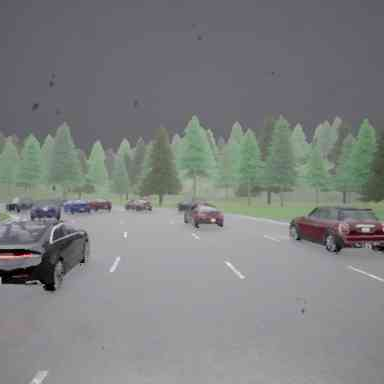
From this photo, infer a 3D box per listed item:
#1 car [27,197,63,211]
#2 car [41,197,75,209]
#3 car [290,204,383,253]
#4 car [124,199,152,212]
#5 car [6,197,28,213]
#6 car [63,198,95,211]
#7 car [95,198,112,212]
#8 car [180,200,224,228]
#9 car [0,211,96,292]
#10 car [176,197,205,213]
[{"bbox_3d":[-11.823,1.352,26.960,2.097,1.767,4.553,0,0,-22],"label":"car"},{"bbox_3d":[-18.657,1.491,46.203,4.902,1.511,2.128,0,0,35],"label":"car"},{"bbox_3d":[5.867,1.351,13.880,2.097,1.767,4.553,0,0,-8],"label":"car"},{"bbox_3d":[-6.271,1.525,38.760,1.812,1.442,4.674,0,0,-34],"label":"car"},{"bbox_3d":[-19.243,1.352,37.491,2.097,1.767,4.553,0,0,-45],"label":"car"},{"bbox_3d":[-11.960,1.477,34.260,1.882,1.535,5.008,0,0,-33],"label":"car"},{"bbox_3d":[-11.131,1.477,38.920,1.882,1.535,5.008,0,0,-38],"label":"car"},{"bbox_3d":[0.721,1.525,22.195,1.812,1.442,4.674,0,0,-13],"label":"car"},{"bbox_3d":[-4.054,1.492,8.835,2.128,1.511,4.902,0,0,-6],"label":"car"},{"bbox_3d":[-0.008,1.353,35.148,2.097,1.767,4.553,0,0,-26],"label":"car"}]
